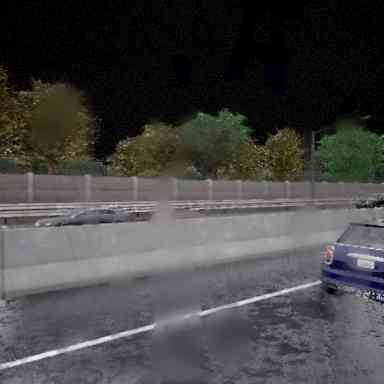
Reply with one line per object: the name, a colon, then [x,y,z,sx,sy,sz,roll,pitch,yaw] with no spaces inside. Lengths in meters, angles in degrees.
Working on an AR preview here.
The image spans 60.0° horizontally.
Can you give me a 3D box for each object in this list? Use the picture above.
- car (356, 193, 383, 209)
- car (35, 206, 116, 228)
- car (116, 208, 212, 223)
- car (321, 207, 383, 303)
car: [22.846,1.183,41.685,5.566,2.045,2.150,0,0,-35]
car: [-5.455,1.493,17.301,4.902,1.511,2.128,0,0,-36]
car: [-1.018,1.528,16.168,4.674,1.442,1.812,0,0,-35]
car: [4.958,1.356,7.412,4.553,1.767,2.097,0,0,-36]
